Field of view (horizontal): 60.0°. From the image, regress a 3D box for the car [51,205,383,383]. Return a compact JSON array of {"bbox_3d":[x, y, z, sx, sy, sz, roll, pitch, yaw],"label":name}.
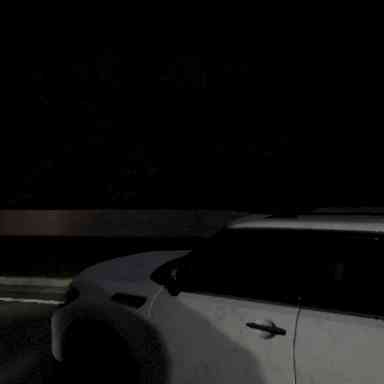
[{"bbox_3d":[1.138,1.151,3.172,5.566,2.045,2.150,0,0,31],"label":"car"}]
